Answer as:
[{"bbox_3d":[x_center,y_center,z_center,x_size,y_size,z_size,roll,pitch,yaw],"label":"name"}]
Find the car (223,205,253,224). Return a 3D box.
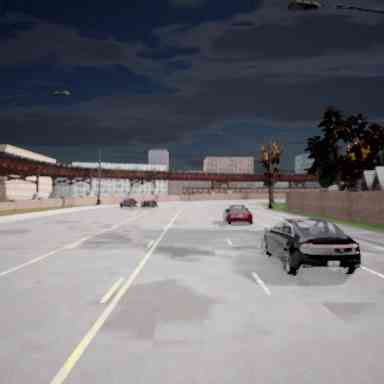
[{"bbox_3d":[3.580,1.716,26.412,1.994,1.385,4.181,0,0,0],"label":"car"}]

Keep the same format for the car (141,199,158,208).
[{"bbox_3d":[-6.612,1.794,51.505,1.994,1.385,4.181,0,0,5],"label":"car"}]

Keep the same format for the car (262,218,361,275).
[{"bbox_3d":[3.571,1.586,10.756,2.128,1.511,4.902,0,0,0],"label":"car"}]

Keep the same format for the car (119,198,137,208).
[{"bbox_3d":[-10.026,1.747,52.537,1.837,1.490,4.892,-1,0,7],"label":"car"}]
